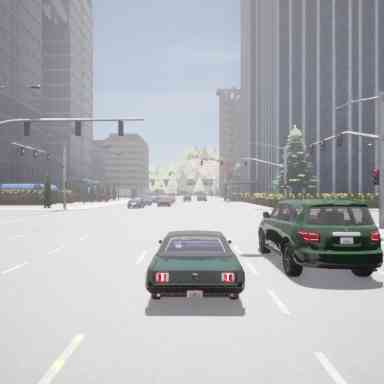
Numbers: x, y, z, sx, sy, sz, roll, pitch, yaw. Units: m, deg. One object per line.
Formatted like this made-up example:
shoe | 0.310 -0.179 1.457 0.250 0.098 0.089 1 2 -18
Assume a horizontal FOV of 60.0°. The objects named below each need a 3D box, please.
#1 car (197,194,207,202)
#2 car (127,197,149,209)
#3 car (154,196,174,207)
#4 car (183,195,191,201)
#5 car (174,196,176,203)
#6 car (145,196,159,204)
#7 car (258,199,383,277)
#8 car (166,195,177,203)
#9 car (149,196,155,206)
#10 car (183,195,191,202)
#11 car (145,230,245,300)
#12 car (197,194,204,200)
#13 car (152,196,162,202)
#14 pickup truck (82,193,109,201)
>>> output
car | 2.402 1.348 78.831 2.097 1.767 4.553 0 0 -1
car | -7.796 1.491 46.754 2.128 1.511 4.902 0 0 1
car | -4.301 1.478 51.839 1.882 1.535 5.008 0 0 -1
car | -1.238 1.540 88.917 2.033 1.411 5.357 0 0 -1
car | -4.419 1.601 61.945 1.895 1.301 4.718 0 0 0
car | -7.951 1.492 66.447 2.128 1.511 4.902 0 0 0
car | 3.589 1.221 10.395 2.150 2.045 5.566 0 0 0
car | -4.509 1.524 72.399 2.128 1.511 4.902 0 0 -1
car | -7.862 1.526 56.009 1.812 1.442 4.674 0 0 -1
car | -1.088 1.500 78.162 1.837 1.490 4.892 0 0 -1
car | 0.077 1.601 8.367 1.895 1.301 4.718 0 0 0
car | 2.259 1.386 89.111 1.882 1.535 5.008 0 0 -1
car | -8.088 1.580 78.062 1.895 1.301 4.718 0 0 -1
pickup truck | -21.147 1.059 73.429 2.390 2.098 6.274 0 0 30
